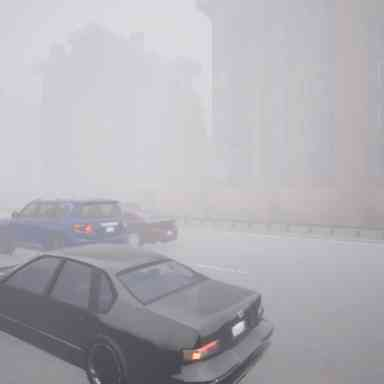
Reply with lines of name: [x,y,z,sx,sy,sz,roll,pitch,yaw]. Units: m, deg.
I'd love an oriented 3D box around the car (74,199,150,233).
car: [-4.965,1.352,20.418,4.553,1.767,2.097,0,0,35]

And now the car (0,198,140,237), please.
car: [-4.657,1.222,11.604,5.566,2.045,2.150,0,0,35]

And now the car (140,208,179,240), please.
car: [-2.882,1.477,14.637,5.008,1.535,1.882,0,0,35]

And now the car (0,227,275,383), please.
car: [-1.541,1.547,5.091,5.357,1.411,2.033,0,0,35]
